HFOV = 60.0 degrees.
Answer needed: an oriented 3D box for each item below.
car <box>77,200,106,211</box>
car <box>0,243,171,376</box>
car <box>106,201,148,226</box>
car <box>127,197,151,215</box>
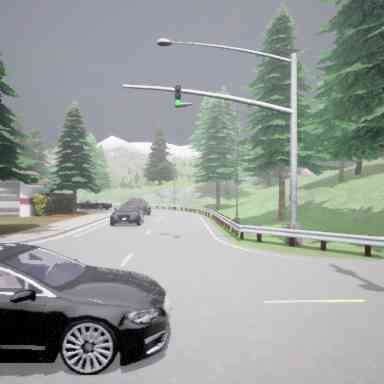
[{"bbox_3d":[-12.238,1.585,40.776,4.718,1.301,1.895,0,0,13],"label":"car"},{"bbox_3d":[-2.773,1.551,4.880,4.902,1.511,2.128,1,0,-2],"label":"car"},{"bbox_3d":[-4.486,1.552,23.396,1.994,1.385,4.181,0,0,-3],"label":"car"},{"bbox_3d":[-5.512,1.335,33.168,2.097,1.767,4.553,0,0,-20],"label":"car"}]
